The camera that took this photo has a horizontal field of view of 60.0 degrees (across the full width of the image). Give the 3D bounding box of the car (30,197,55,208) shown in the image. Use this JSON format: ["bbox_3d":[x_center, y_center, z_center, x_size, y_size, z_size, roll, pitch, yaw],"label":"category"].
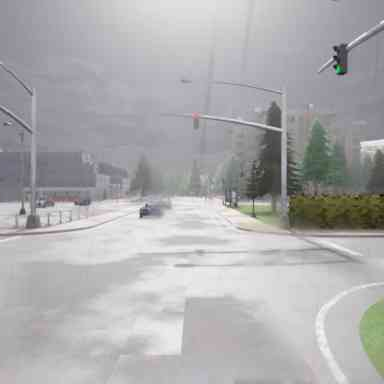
[{"bbox_3d":[-20.481,1.380,45.651,1.970,1.475,3.806,0,0,0],"label":"car"}]

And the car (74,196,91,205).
[{"bbox_3d":[-17.424,1.368,53.040,1.845,1.501,3.633,0,0,0],"label":"car"}]

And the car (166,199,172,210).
[{"bbox_3d":[-3.563,1.560,41.996,1.994,1.385,4.181,0,0,0],"label":"car"}]

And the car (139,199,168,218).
[{"bbox_3d":[-3.581,1.598,30.276,1.895,1.301,4.718,0,0,0],"label":"car"}]
